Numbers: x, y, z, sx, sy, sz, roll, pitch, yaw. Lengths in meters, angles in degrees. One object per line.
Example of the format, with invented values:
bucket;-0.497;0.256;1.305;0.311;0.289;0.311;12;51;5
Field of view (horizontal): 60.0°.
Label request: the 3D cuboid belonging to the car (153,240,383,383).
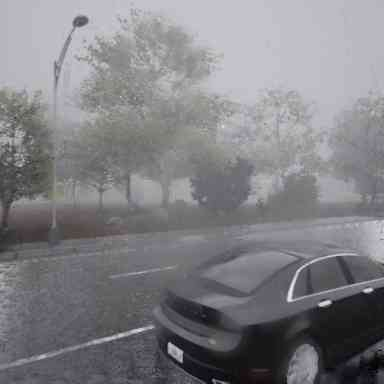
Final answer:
car;1.782;1.508;5.072;4.892;1.490;1.837;0;0;-36
